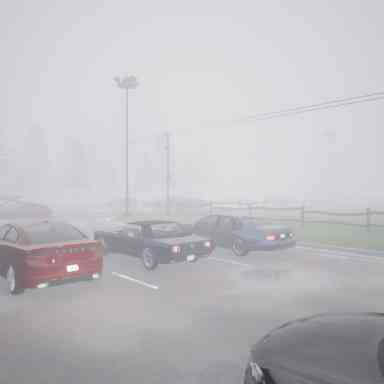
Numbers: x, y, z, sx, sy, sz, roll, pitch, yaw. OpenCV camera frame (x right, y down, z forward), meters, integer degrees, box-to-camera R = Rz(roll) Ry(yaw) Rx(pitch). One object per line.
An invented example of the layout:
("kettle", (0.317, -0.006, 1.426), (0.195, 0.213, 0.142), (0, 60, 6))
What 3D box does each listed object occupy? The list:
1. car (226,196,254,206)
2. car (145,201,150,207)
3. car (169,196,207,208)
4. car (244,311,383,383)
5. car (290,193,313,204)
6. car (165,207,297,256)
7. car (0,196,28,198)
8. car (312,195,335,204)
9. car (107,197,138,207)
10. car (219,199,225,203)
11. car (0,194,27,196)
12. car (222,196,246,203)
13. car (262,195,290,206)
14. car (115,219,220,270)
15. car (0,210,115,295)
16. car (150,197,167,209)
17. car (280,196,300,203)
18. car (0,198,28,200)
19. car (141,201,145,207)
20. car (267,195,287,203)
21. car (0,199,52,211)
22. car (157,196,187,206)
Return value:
("car", (8.135, 1.525, 53.212), (4.674, 1.442, 1.812), (0, 0, -42))
("car", (-3.485, 1.547, 47.458), (5.357, 1.411, 2.033), (0, 0, -42))
("car", (-0.235, 1.489, 40.956), (4.902, 1.511, 2.128), (0, 0, -42))
("car", (2.475, 1.492, 1.753), (2.128, 1.511, 4.902), (0, 0, -43))
("car", (22.126, 1.222, 65.689), (5.566, 2.045, 2.150), (0, 0, -42))
("car", (1.392, 1.547, 13.192), (2.033, 1.411, 5.357), (0, 0, -42))
("car", (-18.025, 1.477, 32.950), (1.882, 1.535, 5.008), (0, 0, 42))
("car", (25.772, 1.631, 64.263), (4.718, 1.301, 1.895), (0, 0, -42))
("car", (-10.494, 1.504, 50.526), (4.892, 1.490, 1.837), (0, 0, -43))
("car", (7.466, 1.547, 61.999), (5.357, 1.411, 2.033), (0, 0, -42))
("car", (-20.357, 1.221, 35.599), (2.150, 2.045, 5.566), (0, 0, 41))
("car", (8.583, 1.492, 67.640), (4.902, 1.511, 2.128), (0, 0, -42))
("car", (13.085, 1.353, 52.961), (4.553, 1.767, 2.097), (0, 0, -42))
("car", (-1.524, 1.601, 11.197), (1.895, 1.301, 4.718), (0, 0, -42))
("car", (-4.219, 1.478, 8.955), (1.882, 1.535, 5.008), (0, 0, -42))
("car", (-2.732, 1.351, 43.407), (4.553, 1.767, 2.097), (0, 0, -42))
("car", (20.257, 1.513, 68.716), (4.674, 1.442, 1.812), (0, 0, -42))
("car", (-15.786, 1.525, 30.198), (1.812, 1.442, 4.674), (0, 0, 42))
("car", (-5.353, 1.600, 50.488), (4.718, 1.301, 1.895), (0, 0, -42))
("car", (18.342, 1.465, 71.702), (5.008, 1.535, 1.882), (0, 0, -42))
("car", (-13.701, 1.564, 27.271), (1.994, 1.385, 4.181), (0, 0, 42))
("car", (-3.422, 1.477, 56.934), (5.008, 1.535, 1.882), (0, 0, -42))
